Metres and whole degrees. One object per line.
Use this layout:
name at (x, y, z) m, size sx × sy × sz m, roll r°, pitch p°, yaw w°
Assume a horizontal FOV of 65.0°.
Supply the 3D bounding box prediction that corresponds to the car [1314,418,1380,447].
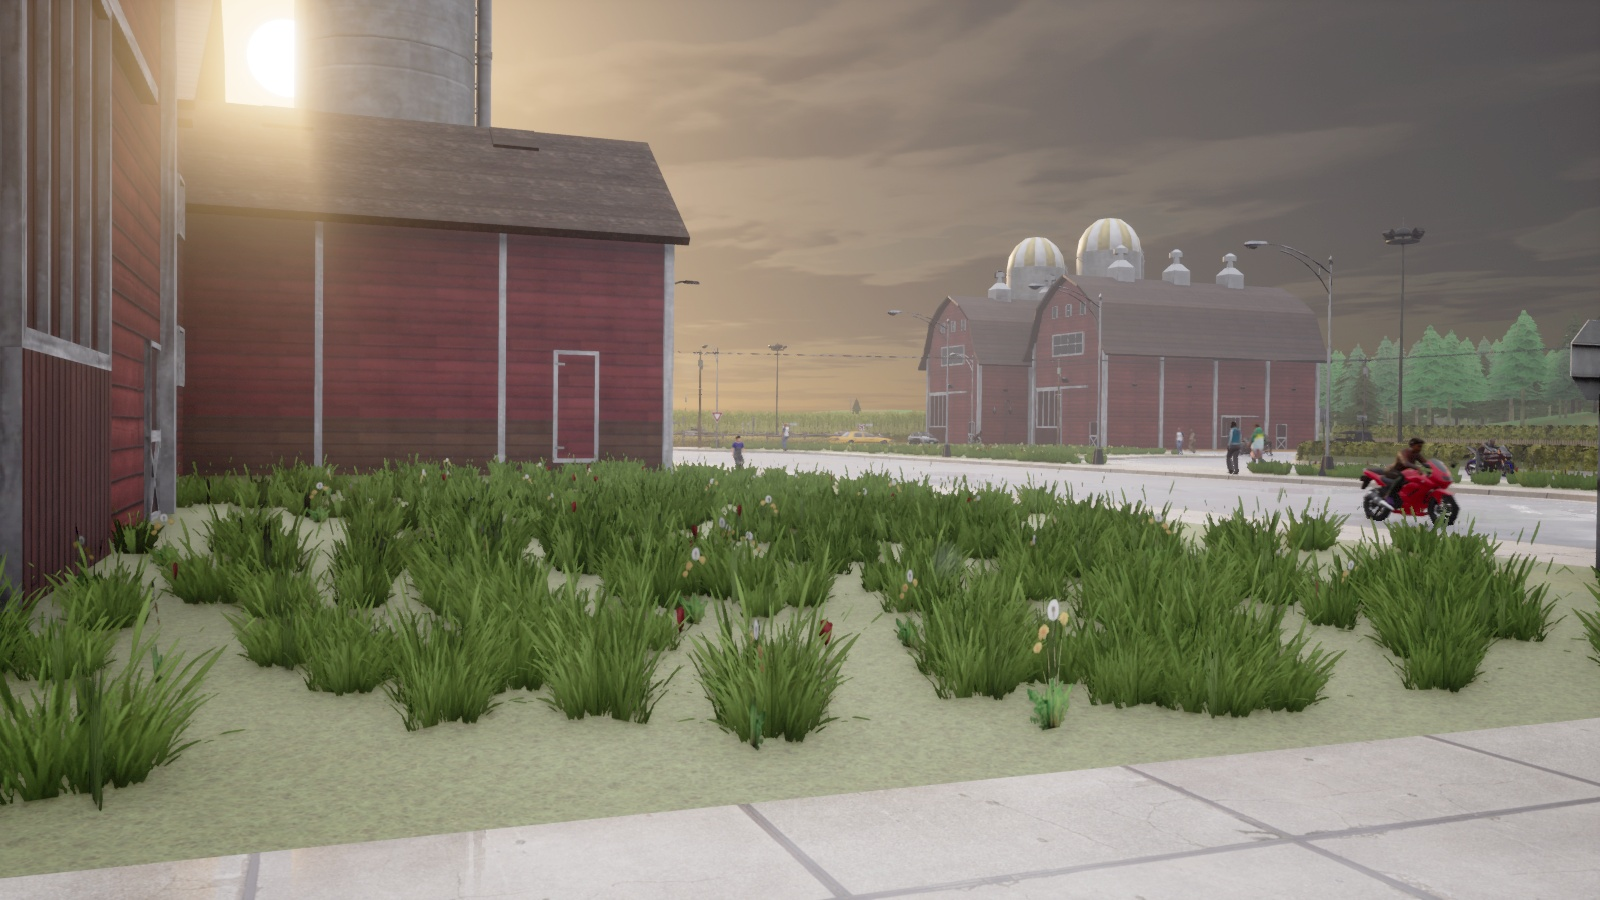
car at (36.394, -1.159, 83.636) m, size 1.905 × 1.878 × 3.866 m, roll -1°, pitch 1°, yaw -21°

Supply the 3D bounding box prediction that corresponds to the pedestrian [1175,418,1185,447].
pedestrian at (24.662, -1.140, 81.565) m, size 0.354 × 1.836 × 0.706 m, roll 0°, pitch 1°, yaw 39°

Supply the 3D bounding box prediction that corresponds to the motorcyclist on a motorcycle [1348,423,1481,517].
motorcyclist on a motorcycle at (10.553, 0.314, 21.643) m, size 0.797 × 1.523 × 2.044 m, roll -1°, pitch 1°, yaw -22°

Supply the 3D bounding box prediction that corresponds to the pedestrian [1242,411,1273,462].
pedestrian at (17.529, -0.513, 48.096) m, size 0.659 × 1.952 × 0.873 m, roll -1°, pitch 1°, yaw -40°

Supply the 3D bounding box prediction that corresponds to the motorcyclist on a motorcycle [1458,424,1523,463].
motorcyclist on a motorcycle at (27.256, -0.268, 49.604) m, size 0.866 × 1.530 × 2.191 m, roll -1°, pitch 1°, yaw -21°

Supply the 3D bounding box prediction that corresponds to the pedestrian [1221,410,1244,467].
pedestrian at (14.696, -0.400, 42.677) m, size 0.396 × 1.930 × 0.692 m, roll -1°, pitch 1°, yaw -22°

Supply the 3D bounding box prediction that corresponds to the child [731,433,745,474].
child at (-1.915, 0.117, 39.052) m, size 0.270 × 1.263 × 0.437 m, roll -1°, pitch 1°, yaw -26°
